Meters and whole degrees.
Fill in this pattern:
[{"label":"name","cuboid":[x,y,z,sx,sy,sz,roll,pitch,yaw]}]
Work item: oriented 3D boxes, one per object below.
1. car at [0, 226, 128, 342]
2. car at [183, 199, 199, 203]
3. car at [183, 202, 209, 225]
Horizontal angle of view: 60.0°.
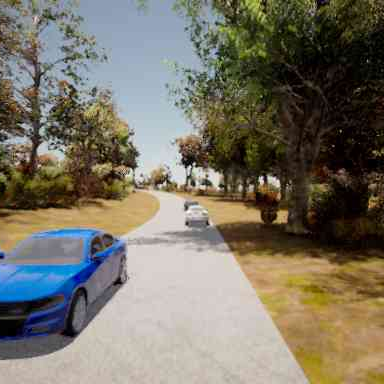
[{"label":"car","cuboid":[-2.698,1.552,7.021,1.882,1.535,5.008,0,-1,1]},{"label":"car","cuboid":[-0.140,1.622,43.449,2.128,1.511,4.902,0,1,-3]},{"label":"car","cuboid":[0.381,1.813,26.820,1.812,1.442,4.674,-1,0,0]}]
